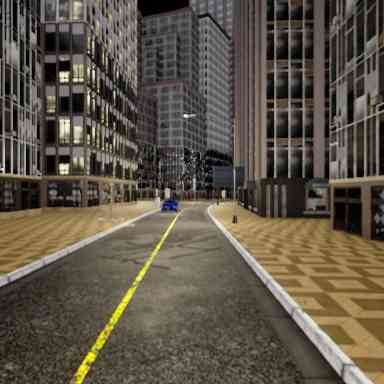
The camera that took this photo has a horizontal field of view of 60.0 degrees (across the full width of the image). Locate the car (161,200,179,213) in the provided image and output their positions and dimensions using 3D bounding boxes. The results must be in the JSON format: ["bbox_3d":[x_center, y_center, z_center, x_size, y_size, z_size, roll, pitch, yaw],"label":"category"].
[{"bbox_3d":[-2.644,1.694,40.583,1.882,1.535,5.008,0,0,2],"label":"car"}]
